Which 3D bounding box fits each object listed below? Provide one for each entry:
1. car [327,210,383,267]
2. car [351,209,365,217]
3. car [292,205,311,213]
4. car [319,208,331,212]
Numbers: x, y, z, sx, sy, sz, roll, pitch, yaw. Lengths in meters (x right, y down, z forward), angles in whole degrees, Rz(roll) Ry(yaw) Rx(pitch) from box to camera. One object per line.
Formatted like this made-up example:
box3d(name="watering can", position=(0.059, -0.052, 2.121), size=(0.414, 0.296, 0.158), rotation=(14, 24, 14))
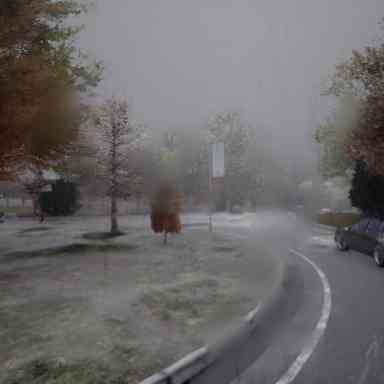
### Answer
box3d(name="car", position=(6.666, 1.576, 11.419), size=(2.033, 1.411, 5.357), rotation=(-1, 0, 4))
box3d(name="car", position=(38.156, 4.846, 76.498), size=(2.097, 1.767, 4.553), rotation=(-1, -5, 38))
box3d(name="car", position=(18.520, 2.898, 56.135), size=(1.994, 1.385, 4.181), rotation=(-1, -5, 37))
box3d(name="car", position=(27.538, 4.053, 68.148), size=(1.882, 1.535, 5.008), rotation=(-1, -5, 37))
